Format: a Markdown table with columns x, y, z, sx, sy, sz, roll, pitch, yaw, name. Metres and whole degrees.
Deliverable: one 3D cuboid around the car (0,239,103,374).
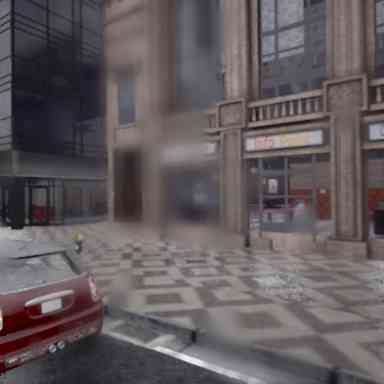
| x | y | z | sx | sy | sz | roll | pitch | yaw | name |
| --- | --- | --- | --- | --- | --- | --- | --- | --- | --- |
| -3.372 | 1.494 | 5.375 | 4.097 | 1.590 | 1.967 | -1 | -1 | 36 | car |
